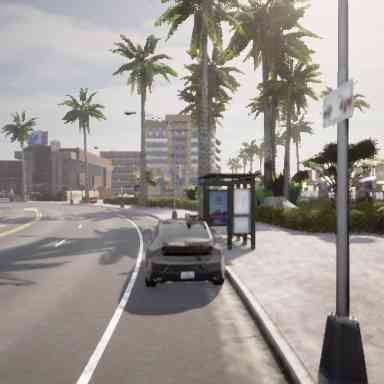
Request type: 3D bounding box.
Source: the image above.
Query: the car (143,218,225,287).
[{"bbox_3d":[-0.297,1.492,9.355,1.837,1.490,4.892,0,0,-5],"label":"car"}]
